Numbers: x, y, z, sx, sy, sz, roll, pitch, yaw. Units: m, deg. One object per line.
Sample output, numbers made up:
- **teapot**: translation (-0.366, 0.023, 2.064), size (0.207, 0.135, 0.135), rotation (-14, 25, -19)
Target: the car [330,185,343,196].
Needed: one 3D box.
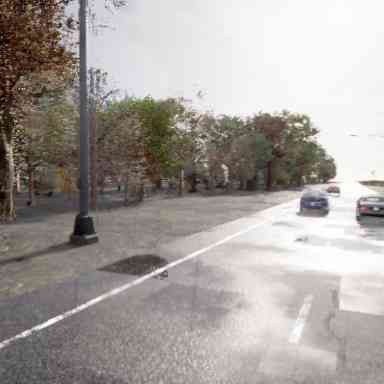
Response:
- **car**: translation (21.382, -0.258, 49.927), size (1.837, 1.490, 4.892), rotation (1, 3, 26)

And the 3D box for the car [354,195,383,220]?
- **car**: translation (10.725, 0.865, 19.682), size (2.033, 1.411, 5.357), rotation (1, 2, 26)

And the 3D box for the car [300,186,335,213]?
- **car**: translation (9.201, 0.598, 24.584), size (1.882, 1.535, 5.008), rotation (1, 3, 26)
